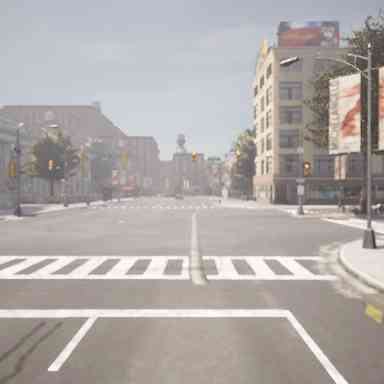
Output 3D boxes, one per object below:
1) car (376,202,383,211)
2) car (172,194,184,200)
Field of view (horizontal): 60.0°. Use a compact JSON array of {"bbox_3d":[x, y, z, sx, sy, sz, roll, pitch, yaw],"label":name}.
[{"bbox_3d":[22.947,1.385,36.614,4.902,1.511,2.128,0,0,0],"label":"car"},{"bbox_3d":[-3.426,1.290,85.737,2.033,1.411,5.357,0,0,0],"label":"car"}]
